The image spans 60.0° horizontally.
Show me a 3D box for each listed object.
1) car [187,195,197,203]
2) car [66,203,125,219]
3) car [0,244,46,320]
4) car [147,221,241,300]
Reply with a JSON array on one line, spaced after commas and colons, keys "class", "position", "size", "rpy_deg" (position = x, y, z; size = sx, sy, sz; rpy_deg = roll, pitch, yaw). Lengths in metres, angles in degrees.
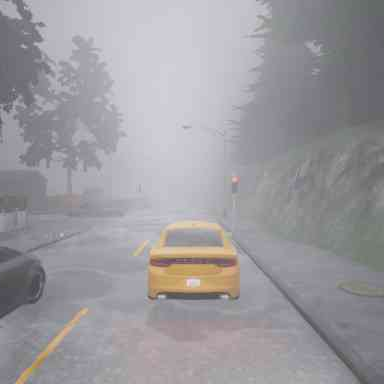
[{"class": "car", "position": [0.015, 1.478, 71.253], "size": [1.882, 1.535, 5.008], "rpy_deg": [0, 0, 0]}, {"class": "car", "position": [-8.126, 1.601, 28.249], "size": [4.718, 1.301, 1.895], "rpy_deg": [0, 0, -14]}, {"class": "car", "position": [-4.096, 1.564, 5.382], "size": [1.994, 1.385, 4.181], "rpy_deg": [0, 0, 0]}, {"class": "car", "position": [0.048, 1.478, 8.463], "size": [1.882, 1.535, 5.008], "rpy_deg": [0, 0, 1]}]
